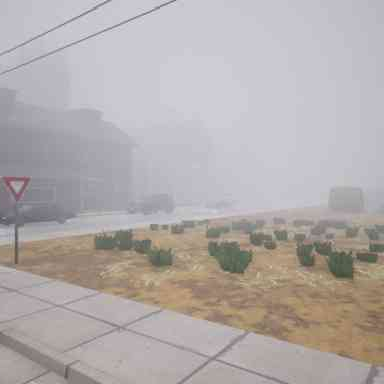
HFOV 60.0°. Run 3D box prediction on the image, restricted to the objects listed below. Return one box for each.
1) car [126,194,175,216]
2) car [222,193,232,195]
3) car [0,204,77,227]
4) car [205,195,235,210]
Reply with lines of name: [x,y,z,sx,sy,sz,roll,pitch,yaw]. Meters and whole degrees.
car: [-3.965,1.192,32.876,2.150,2.045,5.566,0,0,35]
car: [5.758,1.118,54.091,1.905,1.878,3.866,6,1,-8]
car: [-10.726,1.521,23.115,2.033,1.411,5.357,0,0,35]
car: [3.479,1.499,43.557,1.812,1.442,4.674,0,0,35]
